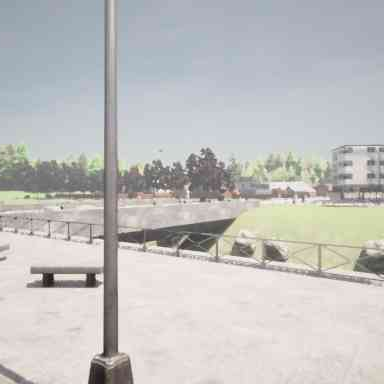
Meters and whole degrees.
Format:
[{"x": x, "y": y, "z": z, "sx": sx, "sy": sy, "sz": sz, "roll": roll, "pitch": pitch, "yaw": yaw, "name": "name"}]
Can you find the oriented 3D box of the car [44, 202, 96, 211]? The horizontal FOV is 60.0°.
[{"x": -11.707, "y": 1.596, "z": 32.298, "sx": 1.895, "sy": 1.301, "sz": 4.718, "roll": 0, "pitch": 0, "yaw": 36, "name": "car"}]
